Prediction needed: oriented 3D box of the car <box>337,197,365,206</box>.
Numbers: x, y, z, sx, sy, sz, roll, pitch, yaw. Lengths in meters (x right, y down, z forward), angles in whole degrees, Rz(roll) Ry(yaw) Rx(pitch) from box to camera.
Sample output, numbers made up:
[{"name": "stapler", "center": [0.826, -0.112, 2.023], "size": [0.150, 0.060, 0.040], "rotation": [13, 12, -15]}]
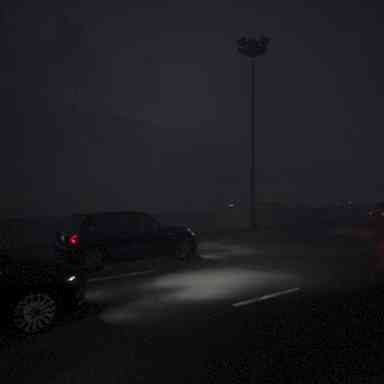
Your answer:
[{"name": "car", "center": [21.717, 1.471, 45.242], "size": [4.553, 1.767, 2.097], "rotation": [0, 0, -35]}]

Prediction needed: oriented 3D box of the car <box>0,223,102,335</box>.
[{"name": "car", "center": [-4.173, 1.490, 5.075], "size": [4.902, 1.511, 2.128], "rotation": [0, 0, -35]}]

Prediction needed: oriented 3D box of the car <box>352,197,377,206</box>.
[{"name": "car", "center": [31.505, 1.642, 60.731], "size": [5.008, 1.535, 1.882], "rotation": [0, 0, -35]}]

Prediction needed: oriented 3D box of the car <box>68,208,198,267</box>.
[{"name": "car", "center": [-2.017, 1.364, 10.908], "size": [4.553, 1.767, 2.097], "rotation": [0, 0, -35]}]

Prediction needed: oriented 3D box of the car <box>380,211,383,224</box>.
[{"name": "car", "center": [11.428, 1.651, 16.194], "size": [4.718, 1.301, 1.895], "rotation": [0, 0, -36]}]

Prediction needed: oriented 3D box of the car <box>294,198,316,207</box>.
[{"name": "car", "center": [14.591, 1.592, 44.473], "size": [4.902, 1.511, 2.128], "rotation": [0, 0, -35]}]

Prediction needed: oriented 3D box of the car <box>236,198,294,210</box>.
[{"name": "car", "center": [6.680, 1.539, 30.250], "size": [5.008, 1.535, 1.882], "rotation": [0, 0, -35]}]

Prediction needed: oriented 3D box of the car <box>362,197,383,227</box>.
[{"name": "car", "center": [13.732, 1.417, 22.136], "size": [4.553, 1.767, 2.097], "rotation": [0, 0, -36]}]

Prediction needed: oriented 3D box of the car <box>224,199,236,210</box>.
[{"name": "car", "center": [6.273, 1.587, 42.847], "size": [4.892, 1.490, 1.837], "rotation": [1, -1, -35]}]
